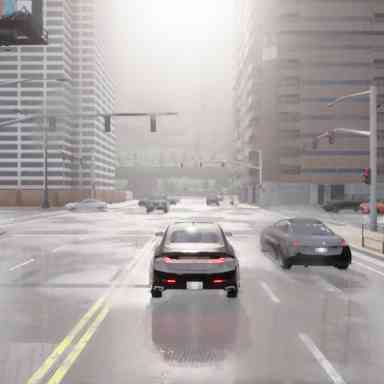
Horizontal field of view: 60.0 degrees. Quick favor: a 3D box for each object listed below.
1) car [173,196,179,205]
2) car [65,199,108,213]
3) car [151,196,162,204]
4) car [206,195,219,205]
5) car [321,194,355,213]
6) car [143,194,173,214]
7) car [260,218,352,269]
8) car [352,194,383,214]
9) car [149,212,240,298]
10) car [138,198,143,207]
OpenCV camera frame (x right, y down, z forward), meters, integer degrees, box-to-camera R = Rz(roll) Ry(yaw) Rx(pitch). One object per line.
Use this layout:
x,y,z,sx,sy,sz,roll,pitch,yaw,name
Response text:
-3.671,1.601,57.311,1.895,1.301,4.718,0,0,0,car
-11.779,1.526,37.300,4.674,1.442,1.812,0,1,-31,car
-7.117,1.526,67.252,1.812,1.442,4.674,0,0,0,car
3.513,1.351,58.524,2.097,1.767,4.553,0,0,0,car
17.143,1.221,36.556,5.566,2.045,2.150,0,0,0,car
-3.654,1.221,36.274,2.150,2.045,5.566,0,0,0,car
3.563,1.564,11.149,1.994,1.385,4.181,0,0,0,car
18.968,1.352,33.036,4.553,1.767,2.097,0,0,0,car
0.052,1.492,8.497,2.128,1.511,4.902,0,0,0,car
-7.171,1.601,51.287,1.895,1.301,4.718,0,0,0,car
